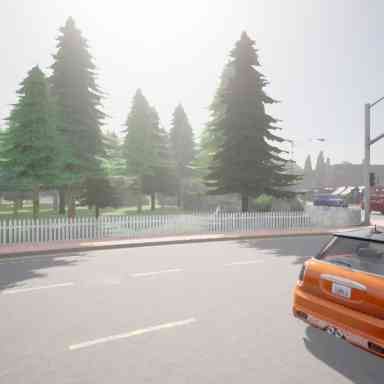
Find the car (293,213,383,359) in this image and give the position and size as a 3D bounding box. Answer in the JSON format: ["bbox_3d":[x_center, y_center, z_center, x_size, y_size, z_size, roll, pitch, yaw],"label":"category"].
[{"bbox_3d":[3.939,1.352,5.443,4.553,1.767,2.097,0,0,-26],"label":"car"}]

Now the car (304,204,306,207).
[{"bbox_3d":[16.654,1.581,53.661,1.812,1.442,4.674,0,0,-7],"label":"car"}]

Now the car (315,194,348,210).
[{"bbox_3d":[17.999,1.277,43.463,2.150,2.045,5.566,0,0,-8],"label":"car"}]

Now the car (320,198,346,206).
[{"bbox_3d":[23.619,1.656,55.764,1.895,1.301,4.718,0,0,-8],"label":"car"}]

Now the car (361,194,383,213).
[{"bbox_3d":[19.364,1.277,33.197,2.150,2.045,5.566,0,0,-8],"label":"car"}]
